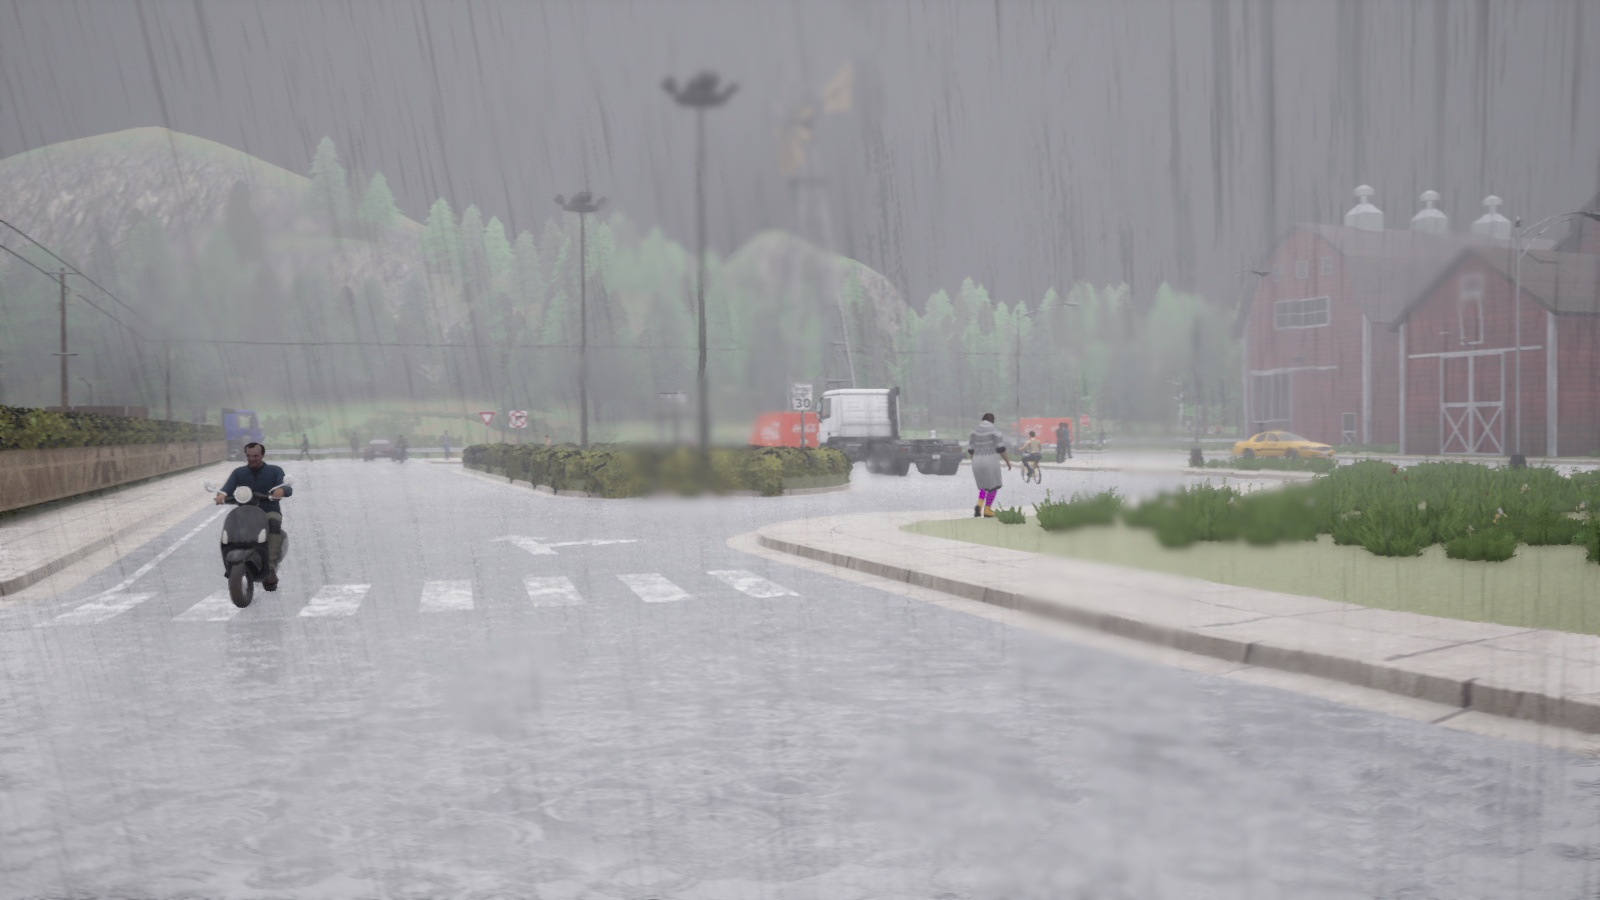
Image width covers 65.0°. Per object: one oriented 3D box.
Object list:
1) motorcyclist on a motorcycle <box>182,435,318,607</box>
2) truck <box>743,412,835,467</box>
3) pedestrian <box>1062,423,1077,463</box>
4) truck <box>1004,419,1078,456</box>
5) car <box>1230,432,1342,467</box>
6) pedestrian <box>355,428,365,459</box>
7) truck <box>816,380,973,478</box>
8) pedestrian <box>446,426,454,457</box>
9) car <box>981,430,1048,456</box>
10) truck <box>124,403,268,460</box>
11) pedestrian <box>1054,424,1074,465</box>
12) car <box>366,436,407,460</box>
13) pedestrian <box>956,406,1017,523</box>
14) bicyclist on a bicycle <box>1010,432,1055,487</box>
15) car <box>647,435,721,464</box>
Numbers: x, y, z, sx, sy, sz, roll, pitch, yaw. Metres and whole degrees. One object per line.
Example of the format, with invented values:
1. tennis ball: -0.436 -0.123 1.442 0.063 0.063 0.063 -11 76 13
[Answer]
1. motorcyclist on a motorcycle: -5.507 0.672 12.694 0.866 1.590 1.817 -1 0 -11
2. truck: -0.584 -0.457 59.161 2.627 2.467 5.204 0 0 -21
3. pedestrian: 13.200 -0.343 61.443 0.396 1.930 0.692 0 1 -20
4. truck: 16.514 -0.848 86.384 2.627 2.467 5.204 0 1 -21
5. car: 23.119 -0.049 59.975 1.801 1.575 5.366 0 1 -21
6. pedestrian: -27.788 -0.428 79.271 0.396 1.930 0.692 0 1 -2
7. truck: 3.481 -0.789 48.633 2.891 3.462 7.936 0 1 -21
8. pedestrian: -21.063 -0.512 75.551 0.354 1.836 0.706 0 1 -27
9. car: 14.118 -0.464 82.892 2.242 1.667 4.611 0 1 -22
10. truck: -37.924 -1.185 79.220 7.936 3.462 2.891 0 1 -20
11. pedestrian: 11.520 -0.240 54.880 0.328 1.805 0.869 -1 1 -34
12. car: -25.528 -0.167 77.667 1.812 1.442 4.674 0 1 -11
13. pedestrian: 3.191 0.241 21.466 0.659 1.952 0.873 1 1 40
14. bicyclist on a bicycle: 7.043 0.279 38.088 0.866 1.612 1.509 -1 1 -10
15. car: -6.185 -0.041 66.680 3.633 1.501 1.845 1 1 37
